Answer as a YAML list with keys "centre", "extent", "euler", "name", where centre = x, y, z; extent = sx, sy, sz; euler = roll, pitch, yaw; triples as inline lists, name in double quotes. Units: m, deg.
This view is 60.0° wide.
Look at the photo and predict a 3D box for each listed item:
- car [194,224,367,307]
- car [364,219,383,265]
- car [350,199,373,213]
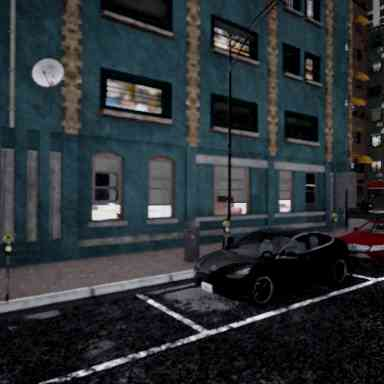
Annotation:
- centre: [2.080, 1.566, 8.036]
  extent: [4.313, 1.339, 1.947]
  euler: [0, 0, -36]
  name: "car"
- centre: [6.577, 1.582, 11.244]
  extent: [4.206, 1.307, 1.802]
  euler: [0, 0, -36]
  name: "car"
- centre: [16.255, 1.355, 34.242]
  extent: [1.947, 1.339, 4.313]
  euler: [2, 0, -36]
  name: "car"
